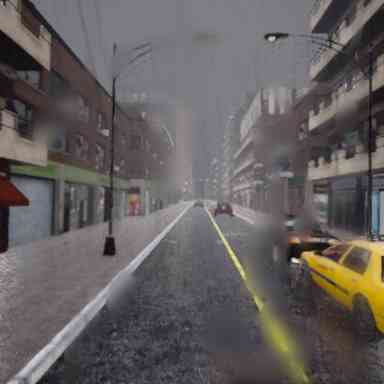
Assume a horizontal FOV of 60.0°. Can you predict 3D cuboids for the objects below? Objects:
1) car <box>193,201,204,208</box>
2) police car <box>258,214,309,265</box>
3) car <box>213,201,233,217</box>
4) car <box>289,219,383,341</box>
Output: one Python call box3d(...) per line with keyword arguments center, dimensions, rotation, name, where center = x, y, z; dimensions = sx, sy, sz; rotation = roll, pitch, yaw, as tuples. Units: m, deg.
box3d(center=(1.339, 2.367, 65.428), dimensions=(1.994, 1.385, 4.181), rotation=(1, -1, 1), name="car")
box3d(center=(3.769, 1.641, 12.566), dimensions=(1.930, 1.638, 5.238), rotation=(1, -1, 1), name="police car")
box3d(center=(3.572, 1.876, 38.791), dimensions=(2.097, 1.767, 4.553), rotation=(1, -1, 2), name="car")
box3d(center=(3.640, 1.601, 6.648), dimensions=(1.801, 1.575, 5.366), rotation=(1, -1, 1), name="car")
